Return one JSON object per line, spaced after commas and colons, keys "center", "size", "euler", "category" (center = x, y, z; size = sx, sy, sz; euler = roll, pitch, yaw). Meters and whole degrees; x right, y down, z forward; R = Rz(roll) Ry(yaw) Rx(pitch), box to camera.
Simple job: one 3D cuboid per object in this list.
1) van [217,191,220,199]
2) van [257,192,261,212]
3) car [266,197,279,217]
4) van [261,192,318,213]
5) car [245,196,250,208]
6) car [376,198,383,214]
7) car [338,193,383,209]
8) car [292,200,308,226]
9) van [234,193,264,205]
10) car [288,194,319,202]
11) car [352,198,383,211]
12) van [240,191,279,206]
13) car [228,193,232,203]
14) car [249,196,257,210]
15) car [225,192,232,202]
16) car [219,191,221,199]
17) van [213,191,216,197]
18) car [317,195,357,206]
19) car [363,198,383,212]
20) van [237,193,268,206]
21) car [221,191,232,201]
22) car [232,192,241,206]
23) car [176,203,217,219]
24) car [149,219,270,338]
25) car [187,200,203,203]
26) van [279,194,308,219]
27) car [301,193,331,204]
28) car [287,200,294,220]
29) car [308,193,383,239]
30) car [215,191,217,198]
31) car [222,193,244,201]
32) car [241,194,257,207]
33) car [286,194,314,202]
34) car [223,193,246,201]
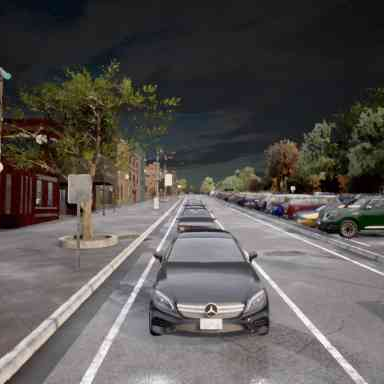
{"center": [8.762, 0.864, 78.702], "size": [4.442, 1.987, 1.878], "euler": [0, 1, 0], "category": "van"}
{"center": [9.293, 1.222, 33.848], "size": [4.442, 1.987, 1.878], "euler": [0, 0, 0], "category": "van"}
{"center": [9.208, 1.460, 28.239], "size": [5.008, 1.535, 2.097], "euler": [0, 0, 0], "category": "car"}
{"center": [9.078, 1.230, 31.045], "size": [4.442, 1.987, 1.878], "euler": [0, 0, 0], "category": "van"}
{"center": [9.136, 1.465, 39.458], "size": [4.674, 1.452, 2.002], "euler": [0, 0, 0], "category": "car"}
{"center": [22.435, 1.444, 34.640], "size": [5.366, 1.575, 1.946], "euler": [0, 0, 0], "category": "car"}
{"center": [22.167, 1.153, 42.966], "size": [5.566, 2.045, 2.435], "euler": [0, 0, 0], "category": "car"}
{"center": [9.084, 1.466, 19.828], "size": [5.366, 1.575, 1.946], "euler": [0, 0, 0], "category": "car"}
{"center": [9.163, 1.088, 53.475], "size": [4.442, 1.987, 1.878], "euler": [0, 1, 0], "category": "van"}
{"center": [21.863, 1.209, 65.173], "size": [5.366, 1.575, 1.946], "euler": [0, 0, 0], "category": "car"}
{"center": [22.243, 1.452, 40.194], "size": [4.792, 1.488, 2.163], "euler": [0, 0, 0], "category": "car"}
{"center": [9.218, 1.163, 45.068], "size": [4.442, 1.987, 1.878], "euler": [0, 0, 0], "category": "van"}
{"center": [9.021, 1.290, 56.280], "size": [4.892, 1.521, 2.231], "euler": [0, 1, 0], "category": "car"}
{"center": [9.187, 1.470, 36.651], "size": [4.792, 1.488, 2.163], "euler": [0, 0, 0], "category": "car"}
{"center": [8.987, 1.279, 61.886], "size": [4.674, 1.452, 2.002], "euler": [0, 1, 0], "category": "car"}
{"center": [8.924, 0.938, 67.490], "size": [5.566, 2.045, 2.435], "euler": [0, 1, 0], "category": "car"}
{"center": [8.687, 0.764, 89.914], "size": [4.442, 1.987, 1.878], "euler": [0, 1, 0], "category": "van"}
{"center": [22.326, 1.332, 51.297], "size": [5.366, 1.575, 1.946], "euler": [0, 1, 0], "category": "car"}
{"center": [22.203, 1.468, 37.410], "size": [4.792, 1.488, 2.163], "euler": [0, 0, 0], "category": "car"}
{"center": [9.181, 1.113, 50.672], "size": [4.442, 1.987, 1.878], "euler": [0, 1, 0], "category": "van"}
{"center": [8.943, 0.963, 64.687], "size": [5.566, 2.045, 2.435], "euler": [0, 1, 0], "category": "car"}
{"center": [9.055, 1.113, 47.867], "size": [5.566, 2.045, 2.435], "euler": [0, 1, 0], "category": "car"}
{"center": [0.201, 1.532, 17.403], "size": [2.033, 1.411, 5.357], "euler": [0, 0, 0], "category": "car"}
{"center": [0.256, 1.524, 6.824], "size": [1.812, 1.442, 4.674], "euler": [0, 0, 0], "category": "car"}
{"center": [0.233, 1.442, 29.851], "size": [2.128, 1.511, 4.902], "euler": [0, 0, 0], "category": "car"}
{"center": [9.349, 1.237, 25.436], "size": [4.442, 1.987, 1.878], "euler": [0, 0, 0], "category": "van"}
{"center": [22.116, 1.135, 59.623], "size": [4.553, 1.767, 2.185], "euler": [0, 1, 0], "category": "car"}
{"center": [9.253, 1.506, 22.632], "size": [4.674, 1.452, 2.002], "euler": [0, 0, 0], "category": "car"}
{"center": [9.260, 1.221, 17.025], "size": [5.566, 2.045, 2.435], "euler": [0, 0, 0], "category": "car"}
{"center": [8.855, 1.064, 81.508], "size": [5.008, 1.535, 2.097], "euler": [0, 1, 0], "category": "car"}
{"center": [8.884, 1.014, 73.097], "size": [4.553, 1.767, 2.185], "euler": [0, 1, 0], "category": "car"}
{"center": [9.127, 1.408, 42.261], "size": [4.892, 1.521, 2.231], "euler": [0, 0, 0], "category": "car"}
{"center": [22.036, 1.188, 67.951], "size": [4.892, 1.521, 2.231], "euler": [0, 1, 0], "category": "car"}
{"center": [8.903, 1.039, 70.294], "size": [4.553, 1.767, 2.185], "euler": [0, 1, 0], "category": "car"}
